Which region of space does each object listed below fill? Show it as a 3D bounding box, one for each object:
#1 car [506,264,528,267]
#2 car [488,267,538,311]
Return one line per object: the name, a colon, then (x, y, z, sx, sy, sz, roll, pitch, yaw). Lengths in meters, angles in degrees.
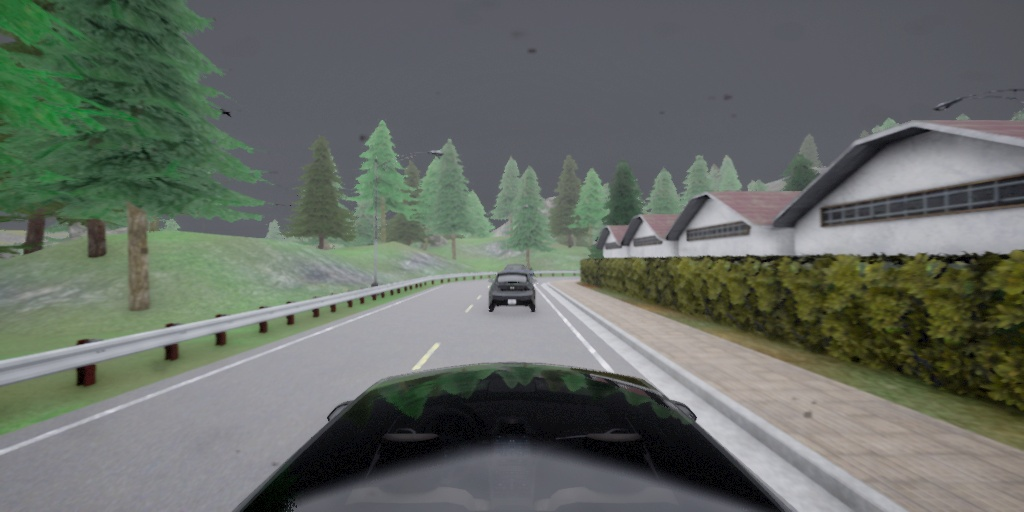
car: (0.568, 1.415, 30.007, 2.097, 1.767, 4.553, 0, -1, 14)
car: (0.029, 1.411, 15.333, 1.837, 1.490, 4.892, 0, 0, 1)
